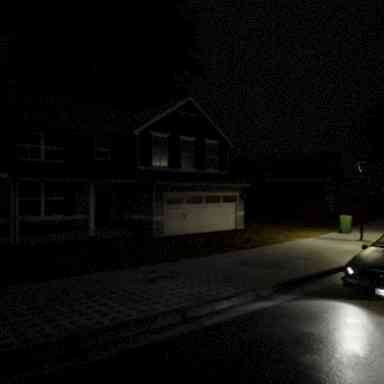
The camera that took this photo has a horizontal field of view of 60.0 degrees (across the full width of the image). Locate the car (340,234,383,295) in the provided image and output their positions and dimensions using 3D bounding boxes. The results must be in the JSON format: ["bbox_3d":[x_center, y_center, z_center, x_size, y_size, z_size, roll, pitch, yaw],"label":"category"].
[{"bbox_3d":[5.728,1.604,8.347,5.357,1.411,2.033,0,0,-42],"label":"car"}]
